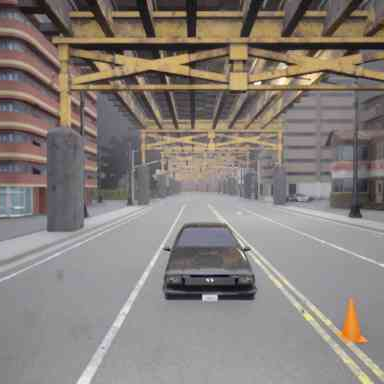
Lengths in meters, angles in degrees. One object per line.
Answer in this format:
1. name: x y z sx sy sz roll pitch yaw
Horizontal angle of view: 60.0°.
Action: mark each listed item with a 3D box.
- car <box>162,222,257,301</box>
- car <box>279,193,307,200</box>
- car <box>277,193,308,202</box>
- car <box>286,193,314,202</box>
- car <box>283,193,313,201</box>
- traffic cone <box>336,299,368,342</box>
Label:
1. car: 0.362 1.531 8.725 2.033 1.411 5.357 0 0 1
2. car: 17.864 0.787 58.970 4.536 1.218 1.853 0 1 25
3. car: 17.817 0.944 58.994 4.974 1.542 2.038 0 1 25
4. car: 17.469 0.992 54.837 4.974 1.542 2.038 0 1 -20
5. car: 17.517 0.835 54.853 4.536 1.218 1.853 0 1 -20
6. traffic cone: 2.454 1.948 5.118 0.340 0.580 0.340 0 0 0
